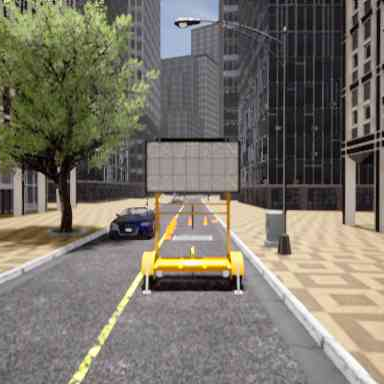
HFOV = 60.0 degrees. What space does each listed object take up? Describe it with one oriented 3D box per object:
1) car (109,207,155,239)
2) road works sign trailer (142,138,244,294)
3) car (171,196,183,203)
[{"bbox_3d":[-2.816,1.479,16.728,1.994,1.385,4.181,0,0,0],"label":"car"},{"bbox_3d":[0.018,0.419,8.629,2.380,3.560,2.880,0,0,0],"label":"road works sign trailer"},{"bbox_3d":[-2.689,1.361,59.255,1.895,1.301,4.718,0,0,1],"label":"car"}]
